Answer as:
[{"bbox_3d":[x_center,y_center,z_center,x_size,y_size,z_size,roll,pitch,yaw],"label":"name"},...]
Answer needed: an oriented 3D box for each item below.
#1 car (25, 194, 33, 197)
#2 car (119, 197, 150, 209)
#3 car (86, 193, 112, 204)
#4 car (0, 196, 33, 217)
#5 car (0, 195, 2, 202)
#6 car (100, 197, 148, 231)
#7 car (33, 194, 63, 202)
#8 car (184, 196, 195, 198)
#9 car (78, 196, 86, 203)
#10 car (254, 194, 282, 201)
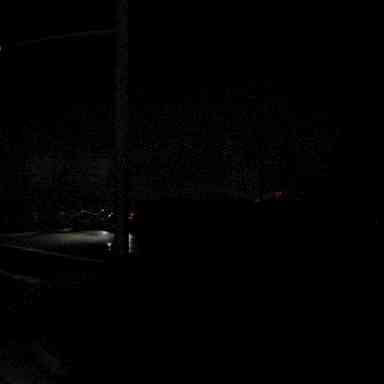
[{"bbox_3d":[-34.339,1.232,71.204,1.970,1.475,3.806,0,0,35],"label":"car"},{"bbox_3d":[-7.499,1.384,43.836,1.970,1.475,3.806,0,0,35],"label":"car"},{"bbox_3d":[-15.864,1.097,59.022,1.932,1.855,4.605,0,0,35],"label":"car"},{"bbox_3d":[-15.817,1.339,26.918,2.007,1.523,4.514,0,0,35],"label":"car"},{"bbox_3d":[-41.402,1.298,67.569,2.007,1.523,4.514,0,0,35],"label":"car"},{"bbox_3d":[-3.056,1.352,20.569,2.097,1.767,4.553,0,0,35],"label":"car"},{"bbox_3d":[-28.915,1.153,67.759,2.152,1.636,5.027,0,0,35],"label":"car"},{"bbox_3d":[-0.778,1.374,48.169,1.845,1.501,3.633,0,0,35],"label":"car"},{"bbox_3d":[-18.474,1.077,60.365,1.905,1.878,3.866,0,0,35],"label":"car"},{"bbox_3d":[8.422,1.221,37.051,2.150,2.045,5.566,0,0,35],"label":"car"}]
